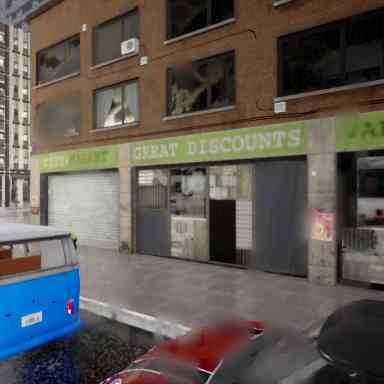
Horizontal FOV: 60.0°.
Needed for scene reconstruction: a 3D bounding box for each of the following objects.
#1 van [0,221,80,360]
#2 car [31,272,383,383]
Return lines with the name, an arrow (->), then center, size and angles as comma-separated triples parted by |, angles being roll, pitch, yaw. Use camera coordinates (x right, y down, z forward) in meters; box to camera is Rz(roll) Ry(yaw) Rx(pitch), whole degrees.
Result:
van -> -3.492, 1.343, 5.204 | 3.998, 1.788, 1.690 | 0, 0, 35
car -> 1.147, 1.440, 1.909 | 4.097, 1.590, 1.967 | 0, 0, 35
